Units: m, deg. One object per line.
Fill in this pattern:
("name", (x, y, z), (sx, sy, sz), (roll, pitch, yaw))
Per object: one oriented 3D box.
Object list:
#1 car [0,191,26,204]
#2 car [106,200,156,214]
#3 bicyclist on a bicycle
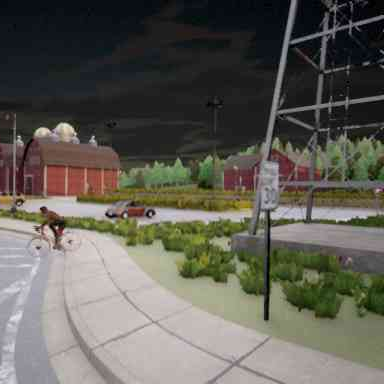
("car", (-22.247, 0.782, 39.378), (1.932, 1.855, 4.605), (1, 0, 39))
("car", (-4.631, 1.306, 25.420), (1.784, 1.438, 3.905), (1, 0, 39))
("bicyclist on a bicycle", (-4.513, 1.242, 10.751), (1.656, 1.620, 0.582), (-9, 3, -16))
